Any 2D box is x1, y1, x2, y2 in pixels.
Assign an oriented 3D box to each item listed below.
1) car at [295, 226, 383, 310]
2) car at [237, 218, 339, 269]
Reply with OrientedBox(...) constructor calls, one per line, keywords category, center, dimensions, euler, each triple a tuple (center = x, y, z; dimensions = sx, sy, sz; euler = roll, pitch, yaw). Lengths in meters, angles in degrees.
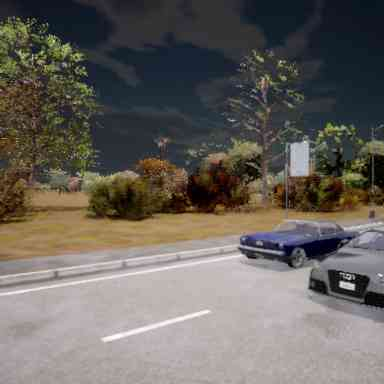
OrientedBox(category="car", center=(4.470, 1.566, 7.452), dimensions=(4.181, 1.385, 1.994), euler=(0, 0, -38))
OrientedBox(category="car", center=(3.754, 1.607, 11.320), dimensions=(4.718, 1.301, 1.895), euler=(0, 0, -38))
